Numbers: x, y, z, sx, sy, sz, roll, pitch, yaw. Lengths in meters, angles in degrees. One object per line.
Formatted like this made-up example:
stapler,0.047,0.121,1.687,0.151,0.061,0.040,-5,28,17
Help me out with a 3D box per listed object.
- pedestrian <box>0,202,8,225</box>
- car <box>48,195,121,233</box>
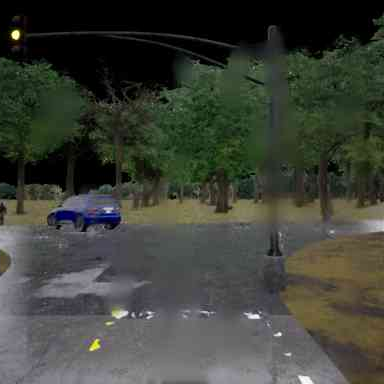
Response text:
pedestrian,-15.234,1.715,26.786,0.375,1.860,0.375,0,-1,0
car,-6.552,1.271,20.044,5.566,2.045,2.150,-3,-4,43
